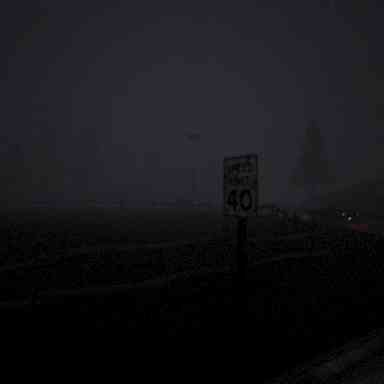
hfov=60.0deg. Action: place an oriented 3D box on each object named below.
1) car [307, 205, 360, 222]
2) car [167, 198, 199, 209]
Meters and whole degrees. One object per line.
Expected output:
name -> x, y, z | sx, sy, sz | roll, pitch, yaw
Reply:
car -> 11.743, 1.781, 28.050 | 1.895, 1.301, 4.718 | 0, 0, -14
car -> -1.329, 1.695, 48.645 | 4.892, 1.490, 1.837 | 0, 0, 27
